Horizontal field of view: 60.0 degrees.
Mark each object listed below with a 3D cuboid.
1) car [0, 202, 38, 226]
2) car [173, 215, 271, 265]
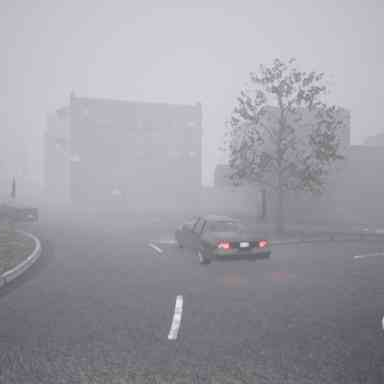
[{"bbox_3d":[-13.015,1.466,23.236,5.008,1.535,1.882,0,-1,25],"label":"car"},{"bbox_3d":[0.766,1.524,11.756,2.033,1.411,5.357,0,0,-16],"label":"car"}]
